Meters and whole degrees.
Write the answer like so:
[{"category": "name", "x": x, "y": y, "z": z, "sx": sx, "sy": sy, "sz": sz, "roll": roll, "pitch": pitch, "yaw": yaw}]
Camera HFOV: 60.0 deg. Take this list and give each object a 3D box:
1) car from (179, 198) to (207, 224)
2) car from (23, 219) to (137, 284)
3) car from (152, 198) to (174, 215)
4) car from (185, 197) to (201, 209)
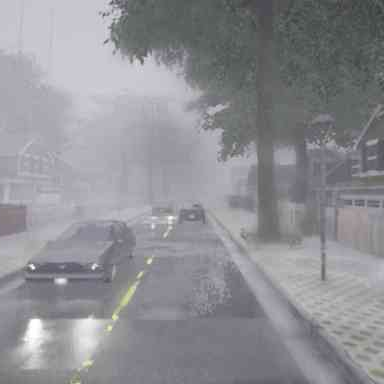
[{"category": "car", "x": 0.047, "y": 1.442, "z": 24.303, "sx": 1.882, "sy": 1.535, "sz": 5.008, "roll": 0, "pitch": 0, "yaw": 1}, {"category": "car", "x": -2.842, "y": 1.542, "z": 9.859, "sx": 2.033, "sy": 1.411, "sz": 5.357, "roll": 0, "pitch": 0, "yaw": 0}, {"category": "car", "x": -2.778, "y": 1.410, "z": 32.735, "sx": 1.882, "sy": 1.535, "sz": 5.008, "roll": 0, "pitch": 0, "yaw": 0}, {"category": "car", "x": 0.106, "y": 1.440, "z": 43.495, "sx": 1.994, "sy": 1.385, "sz": 4.181, "roll": 0, "pitch": 0, "yaw": 0}]
